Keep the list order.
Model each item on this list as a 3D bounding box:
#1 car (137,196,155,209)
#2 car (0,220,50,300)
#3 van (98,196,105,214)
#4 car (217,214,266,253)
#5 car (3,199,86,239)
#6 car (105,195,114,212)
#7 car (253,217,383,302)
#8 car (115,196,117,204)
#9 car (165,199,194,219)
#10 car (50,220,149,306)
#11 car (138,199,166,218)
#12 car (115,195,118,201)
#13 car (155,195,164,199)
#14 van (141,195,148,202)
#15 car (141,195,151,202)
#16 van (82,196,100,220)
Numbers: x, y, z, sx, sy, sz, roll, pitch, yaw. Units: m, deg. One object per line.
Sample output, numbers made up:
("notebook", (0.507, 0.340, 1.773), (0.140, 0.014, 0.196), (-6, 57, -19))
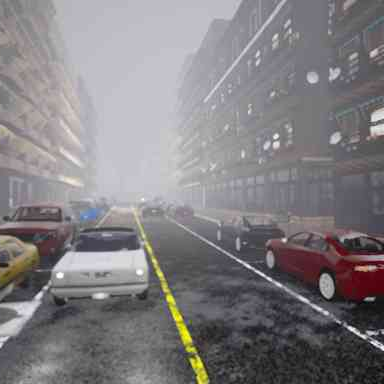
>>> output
("car", (-6.103, 1.585, 43.012), (2.128, 1.511, 4.902), (0, 0, -11))
("car", (-4.373, 1.528, 6.598), (1.752, 1.417, 4.829), (2, 0, -11))
("van", (-8.695, 1.384, 28.468), (1.690, 1.788, 3.998), (2, 0, -11))
("car", (2.262, 1.578, 13.659), (2.008, 1.369, 4.403), (2, 0, -11))
("car", (-5.474, 1.325, 12.193), (2.192, 1.841, 5.009), (2, 0, -11))
("car", (-10.841, 1.389, 39.318), (2.192, 1.841, 5.009), (2, 0, -11))
("car", (3.336, 1.565, 8.232), (1.887, 1.381, 4.507), (2, 0, -11))
("car", (-14.068, 1.695, 55.593), (1.947, 1.339, 4.313), (2, -1, -11))
("car", (-0.957, 1.605, 29.935), (1.887, 1.381, 4.507), (1, 0, -11))
("car", (-2.116, 1.610, 8.309), (1.895, 1.301, 4.718), (0, 0, -11))
("car", (-3.698, 1.622, 30.920), (1.994, 1.385, 4.181), (0, 0, -11))
("car", (-17.282, 1.517, 71.869), (2.192, 1.841, 5.009), (1, -1, -11))
("car", (-3.094, 1.531, 40.789), (1.967, 1.590, 4.097), (1, 0, -11))
("van", (-12.796, 1.651, 89.617), (1.690, 1.788, 3.998), (1, -1, -11))
("car", (-11.722, 1.593, 84.190), (2.192, 1.841, 5.009), (1, -1, -11))
("van", (-7.621, 1.370, 23.041), (1.690, 1.788, 3.998), (2, 0, -11))
